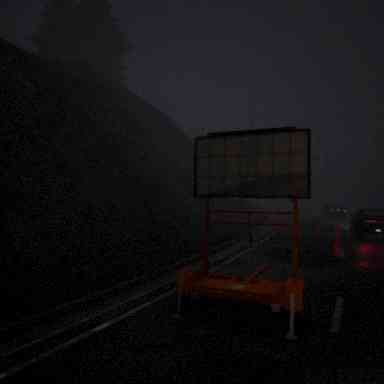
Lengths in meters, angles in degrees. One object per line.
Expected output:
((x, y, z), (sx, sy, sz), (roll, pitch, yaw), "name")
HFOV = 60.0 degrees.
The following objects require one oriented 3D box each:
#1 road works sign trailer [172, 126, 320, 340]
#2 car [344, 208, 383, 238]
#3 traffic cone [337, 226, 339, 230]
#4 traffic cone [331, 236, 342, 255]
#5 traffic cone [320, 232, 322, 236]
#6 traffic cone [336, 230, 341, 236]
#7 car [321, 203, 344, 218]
((1.230, 0.525, 6.919), (2.380, 3.560, 2.880), (0, 0, 24), "road works sign trailer")
((9.946, 1.689, 18.491), (2.128, 1.511, 4.902), (0, 0, 21), "car")
((7.136, 2.120, 16.300), (0.340, 0.580, 0.340), (0, 0, 24), "traffic cone")
((5.478, 2.083, 12.660), (0.340, 0.580, 0.340), (0, 0, 24), "traffic cone")
((7.055, 2.137, 18.535), (0.340, 0.580, 0.340), (0, 0, 24), "traffic cone")
((6.307, 2.102, 14.480), (0.340, 0.580, 0.340), (0, 0, 24), "traffic cone")
((14.931, 1.900, 35.151), (2.033, 1.411, 5.357), (0, 0, 13), "car")
